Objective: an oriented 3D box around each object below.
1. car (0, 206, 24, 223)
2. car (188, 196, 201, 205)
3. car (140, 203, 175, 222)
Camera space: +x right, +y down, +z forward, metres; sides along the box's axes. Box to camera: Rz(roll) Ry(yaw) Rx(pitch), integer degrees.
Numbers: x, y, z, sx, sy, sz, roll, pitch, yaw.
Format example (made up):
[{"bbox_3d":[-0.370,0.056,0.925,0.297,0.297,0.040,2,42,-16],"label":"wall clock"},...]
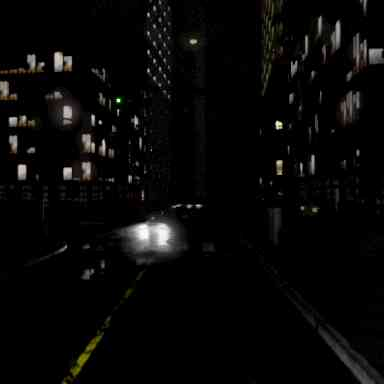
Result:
[{"bbox_3d":[-16.471,1.840,28.064,4.403,1.369,2.008,-1,1,10],"label":"car"},{"bbox_3d":[0.491,1.434,57.078,1.882,1.535,5.008,0,1,7],"label":"car"},{"bbox_3d":[-2.650,1.596,26.798,1.895,1.301,4.718,0,1,7],"label":"car"}]
